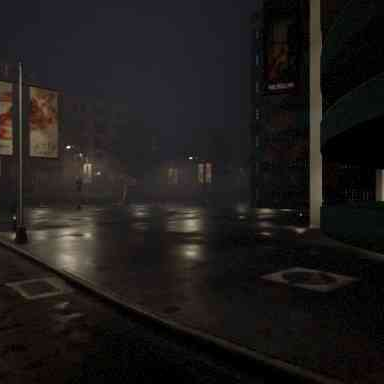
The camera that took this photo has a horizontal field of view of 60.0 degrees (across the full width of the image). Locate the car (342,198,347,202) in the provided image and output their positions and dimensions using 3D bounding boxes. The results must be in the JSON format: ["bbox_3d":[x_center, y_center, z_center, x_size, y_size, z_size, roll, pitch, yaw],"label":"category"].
[{"bbox_3d":[22.171,1.413,51.038,4.786,1.482,2.161,0,0,-41],"label":"car"}]

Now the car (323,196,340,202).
[{"bbox_3d":[15.615,1.320,39.957,4.674,1.452,2.002,0,0,-41],"label":"car"}]
